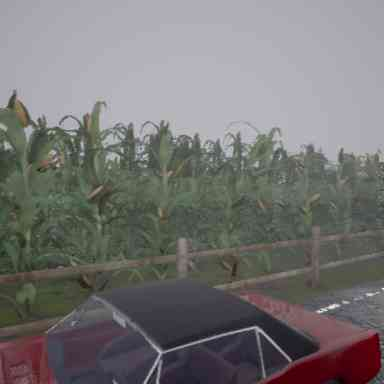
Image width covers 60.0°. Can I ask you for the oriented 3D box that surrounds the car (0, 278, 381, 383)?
[{"bbox_3d":[-0.484,1.593,2.789,4.718,1.301,1.895,1,0,-35],"label":"car"}]
